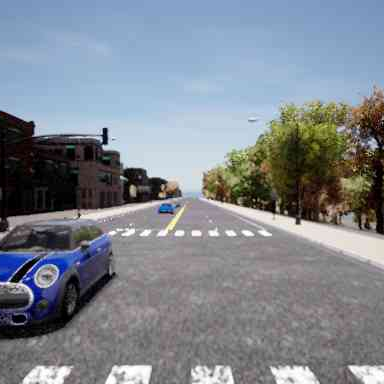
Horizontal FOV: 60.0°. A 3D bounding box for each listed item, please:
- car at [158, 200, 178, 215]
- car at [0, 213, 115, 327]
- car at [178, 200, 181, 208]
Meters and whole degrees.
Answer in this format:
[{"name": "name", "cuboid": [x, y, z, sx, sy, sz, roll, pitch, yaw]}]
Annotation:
[{"name": "car", "cuboid": [-3.208, 2.043, 41.849, 1.882, 1.535, 5.008, 0, 0, 0]}, {"name": "car", "cuboid": [-3.224, 1.432, 7.465, 2.097, 1.767, 4.553, 0, -1, 0]}, {"name": "car", "cuboid": [-3.222, 2.331, 65.509, 2.128, 1.511, 4.902, 0, -1, 0]}]
